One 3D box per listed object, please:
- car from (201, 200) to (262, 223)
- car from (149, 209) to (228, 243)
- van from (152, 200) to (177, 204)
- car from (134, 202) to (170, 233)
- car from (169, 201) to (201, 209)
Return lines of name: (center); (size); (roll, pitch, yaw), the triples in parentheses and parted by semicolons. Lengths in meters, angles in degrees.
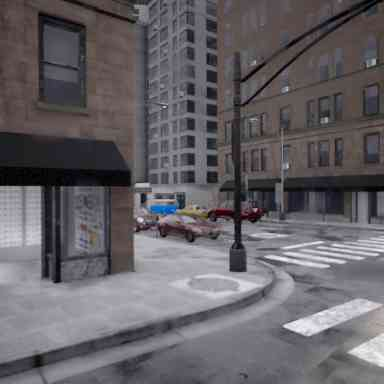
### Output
car: (3.381, 1.546, 27.033); (2.192, 1.841, 5.009); (-1, 0, -36)
car: (-0.311, 1.791, 17.583); (1.802, 1.307, 4.206); (-1, 0, -36)
van: (-3.052, 1.713, 35.965); (1.690, 1.788, 3.998); (-1, 0, -36)
car: (-3.532, 1.718, 22.049); (1.967, 1.590, 4.097); (-1, 0, -36)
car: (0.069, 1.828, 31.637); (1.752, 1.417, 4.829); (-1, 0, -36)
